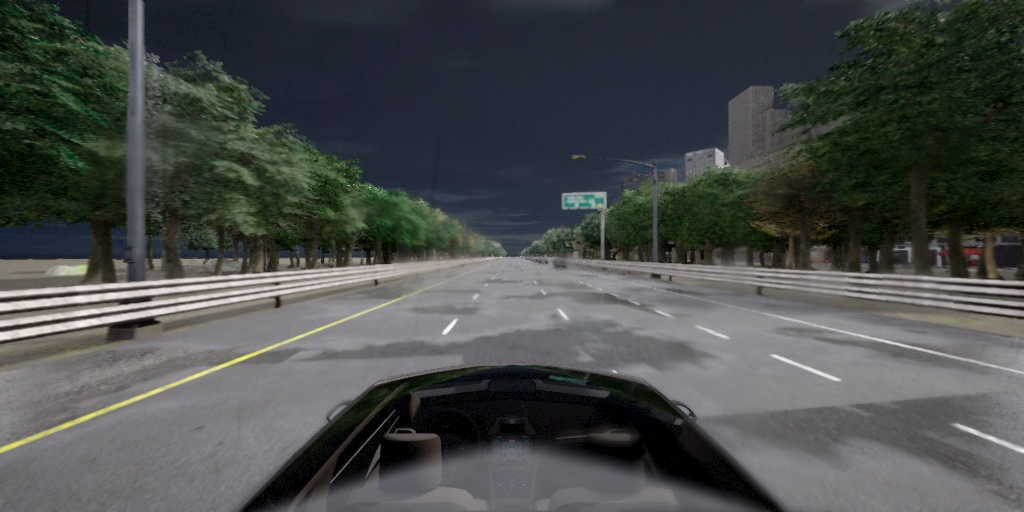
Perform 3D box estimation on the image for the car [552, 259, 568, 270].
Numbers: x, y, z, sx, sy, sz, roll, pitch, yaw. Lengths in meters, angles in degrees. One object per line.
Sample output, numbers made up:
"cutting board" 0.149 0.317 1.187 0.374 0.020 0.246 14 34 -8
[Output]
"car" 7.140 1.240 53.689 1.837 1.490 4.892 0 0 0
